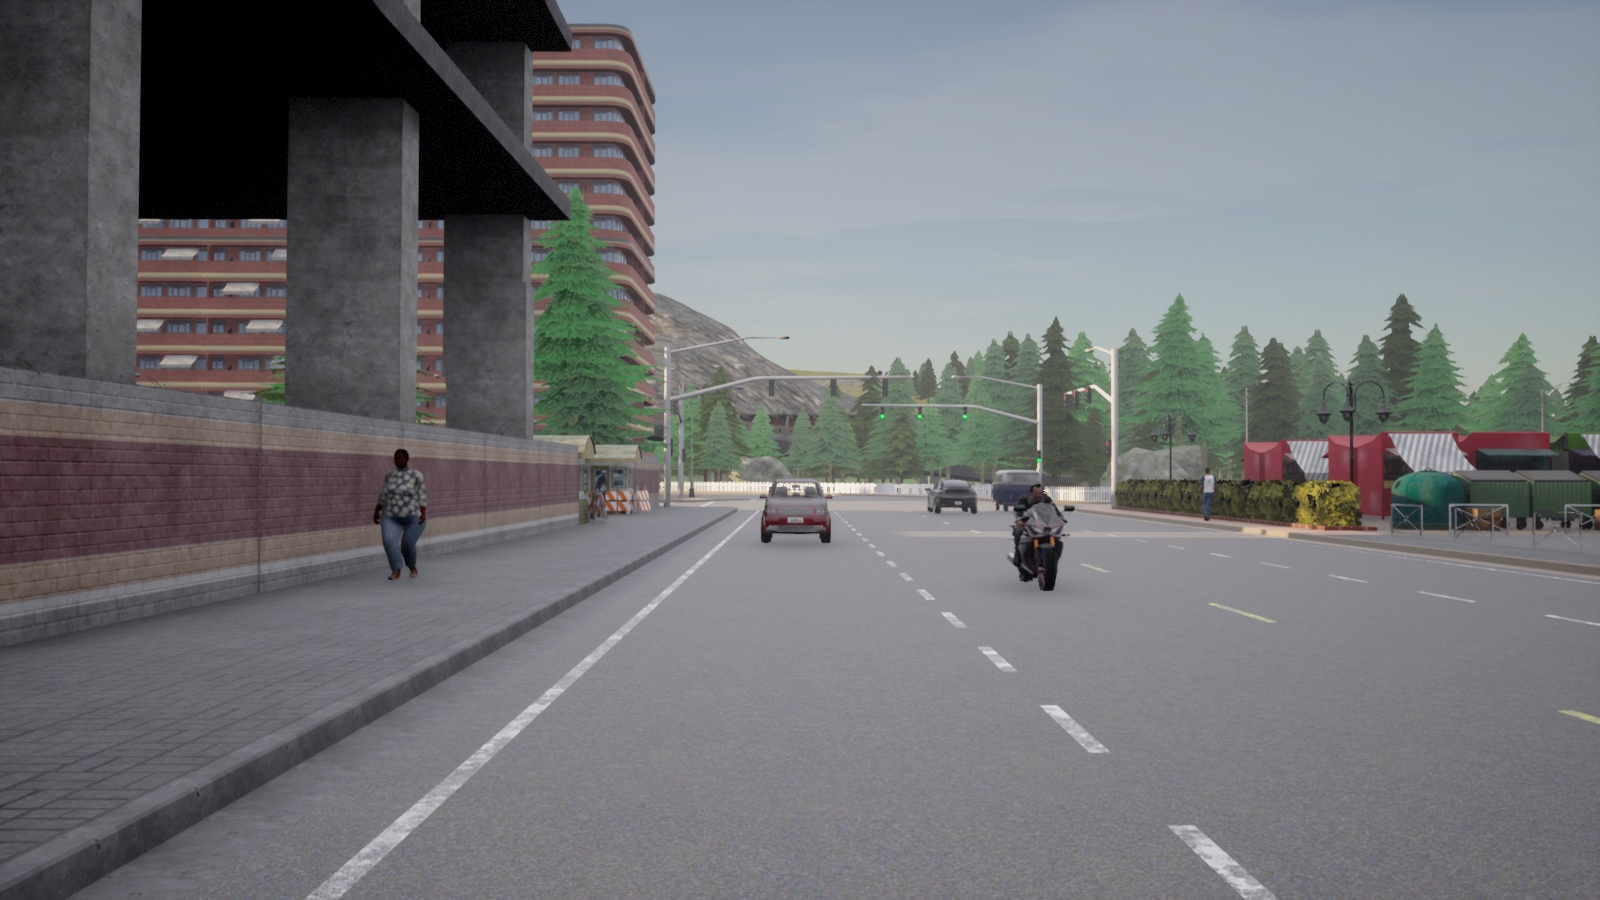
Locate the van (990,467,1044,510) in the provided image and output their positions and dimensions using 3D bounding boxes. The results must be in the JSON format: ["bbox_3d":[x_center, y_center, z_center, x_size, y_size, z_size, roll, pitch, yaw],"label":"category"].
[{"bbox_3d":[10.336,1.834,60.105,1.775,1.987,4.442,0,-1,0],"label":"van"}]

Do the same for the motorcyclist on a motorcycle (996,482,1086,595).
[{"bbox_3d":[3.450,1.237,18.213,0.866,1.530,2.191,0,-1,0],"label":"motorcyclist on a motorcycle"}]

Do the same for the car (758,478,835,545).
[{"bbox_3d":[-0.085,1.470,30.945,1.789,1.549,3.705,0,-1,0],"label":"car"}]

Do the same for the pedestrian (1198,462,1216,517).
[{"bbox_3d":[13.738,1.336,42.357,0.354,1.836,0.706,0,-1,0],"label":"pedestrian"}]

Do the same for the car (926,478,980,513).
[{"bbox_3d":[6.846,2.025,56.731,1.837,1.490,4.892,0,-1,0],"label":"car"}]

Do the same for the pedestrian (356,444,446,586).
[{"bbox_3d":[-5.348,0.863,16.892,0.874,1.855,0.900,0,-1,4],"label":"pedestrian"}]
